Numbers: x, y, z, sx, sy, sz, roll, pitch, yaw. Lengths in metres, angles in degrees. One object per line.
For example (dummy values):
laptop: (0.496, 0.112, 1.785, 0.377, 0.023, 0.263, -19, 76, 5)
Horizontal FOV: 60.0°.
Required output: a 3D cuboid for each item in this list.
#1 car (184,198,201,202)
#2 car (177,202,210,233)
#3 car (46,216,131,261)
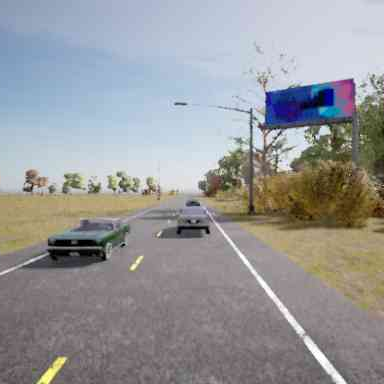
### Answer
car: (0.090, 1.522, 43.162, 1.837, 1.490, 4.892, 0, 0, 0)
car: (0.081, 1.556, 19.552, 2.033, 1.411, 5.357, 0, 0, 0)
car: (-3.591, 1.606, 12.386, 1.895, 1.301, 4.718, 0, 0, 0)
